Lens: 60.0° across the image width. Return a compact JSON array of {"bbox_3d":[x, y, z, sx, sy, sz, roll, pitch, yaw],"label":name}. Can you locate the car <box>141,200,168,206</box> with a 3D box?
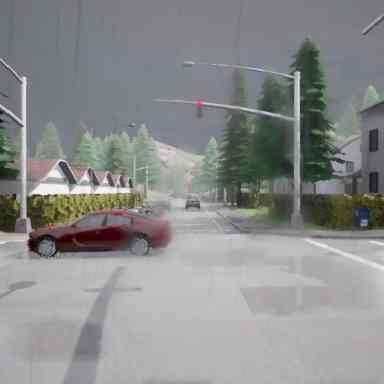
[{"bbox_3d":[-3.493,1.572,29.348,1.994,1.385,4.181,0,0,0],"label":"car"}]

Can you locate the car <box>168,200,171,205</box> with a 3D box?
[{"bbox_3d":[-3.491,1.612,39.343,1.895,1.301,4.718,0,0,0],"label":"car"}]

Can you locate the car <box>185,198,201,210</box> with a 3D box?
[{"bbox_3d":[0.110,1.517,43.314,1.837,1.490,4.892,0,0,0],"label":"car"}]

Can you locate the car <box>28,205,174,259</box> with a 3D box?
[{"bbox_3d":[-3.173,1.411,11.847,5.008,1.535,1.882,-1,0,0],"label":"car"}]
